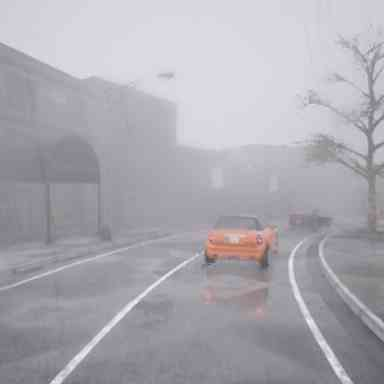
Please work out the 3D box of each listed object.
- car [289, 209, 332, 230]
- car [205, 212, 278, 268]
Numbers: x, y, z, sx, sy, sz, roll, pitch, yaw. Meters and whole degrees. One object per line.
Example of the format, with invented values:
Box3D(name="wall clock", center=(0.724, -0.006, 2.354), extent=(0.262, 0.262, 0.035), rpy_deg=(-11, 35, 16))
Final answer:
Box3D(name="car", center=(9.274, 2.062, 25.843), extent=(1.882, 1.535, 5.008), rpy_deg=(0, -1, 40))
Box3D(name="car", center=(2.034, 1.594, 12.595), extent=(2.097, 1.767, 4.553), rpy_deg=(0, -1, 19))
